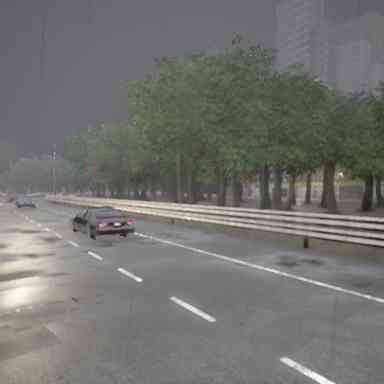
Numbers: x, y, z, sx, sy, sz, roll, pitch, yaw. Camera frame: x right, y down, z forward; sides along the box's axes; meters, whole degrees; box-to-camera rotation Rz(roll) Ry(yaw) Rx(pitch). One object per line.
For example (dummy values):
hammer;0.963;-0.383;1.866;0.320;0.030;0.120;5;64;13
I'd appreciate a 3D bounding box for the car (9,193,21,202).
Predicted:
car;-32.234;0.948;61.143;2.097;1.767;4.553;0;0;-24

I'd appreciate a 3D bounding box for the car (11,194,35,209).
car;-20.792;1.276;41.386;2.033;1.411;5.357;0;0;-33

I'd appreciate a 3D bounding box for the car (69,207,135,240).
car;-4.633;1.443;16.596;2.033;1.411;5.357;0;0;-33
